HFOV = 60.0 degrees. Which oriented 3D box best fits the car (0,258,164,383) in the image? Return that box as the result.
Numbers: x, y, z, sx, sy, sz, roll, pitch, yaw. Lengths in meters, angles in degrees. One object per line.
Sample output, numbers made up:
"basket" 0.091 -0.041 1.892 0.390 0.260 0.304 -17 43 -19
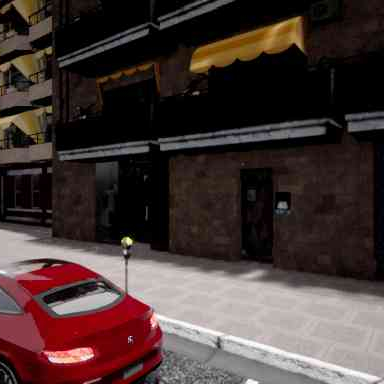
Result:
"car" -2.267 1.583 4.491 4.206 1.307 1.802 0 0 35
